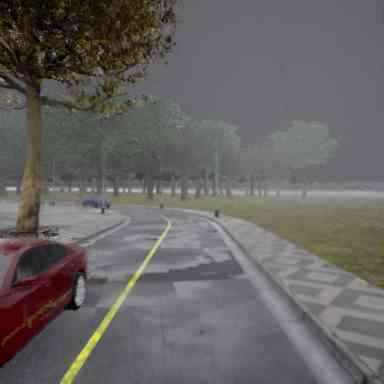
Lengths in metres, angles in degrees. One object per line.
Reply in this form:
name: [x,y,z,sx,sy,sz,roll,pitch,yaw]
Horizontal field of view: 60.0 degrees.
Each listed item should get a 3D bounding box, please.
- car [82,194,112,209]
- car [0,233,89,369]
car: [-13.655,1.299,47.404,2.150,2.045,5.566,0,0,-44]
car: [-3.108,1.498,5.043,1.882,1.535,5.008,0,0,0]
